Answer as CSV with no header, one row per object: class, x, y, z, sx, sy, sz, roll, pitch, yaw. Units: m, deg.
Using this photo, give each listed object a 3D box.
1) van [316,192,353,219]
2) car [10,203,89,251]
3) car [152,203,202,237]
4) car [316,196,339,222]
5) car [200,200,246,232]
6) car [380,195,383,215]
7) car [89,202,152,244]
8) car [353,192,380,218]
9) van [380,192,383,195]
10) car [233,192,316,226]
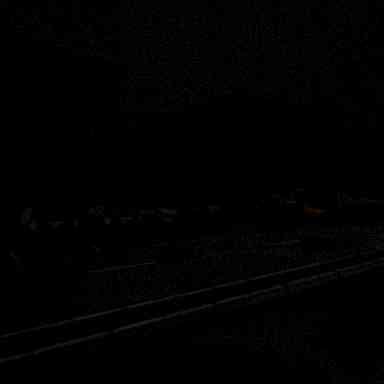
van,9.497,1.053,25.487,1.878,1.987,4.442,0,0,-36
car,-6.324,1.300,14.168,2.185,1.767,4.553,-1,0,-36
car,-1.833,1.418,17.447,2.002,1.452,4.674,-1,0,-36
car,7.285,1.294,23.805,1.946,1.575,5.366,0,0,-36
car,0.422,1.357,19.070,2.231,1.521,4.892,-1,0,-36
car,13.940,1.249,28.831,2.231,1.521,4.892,0,0,-36
car,-4.070,1.276,15.796,2.185,1.767,4.553,-1,0,-36
car,11.697,1.011,27.185,2.435,2.045,5.566,0,0,-36
van,20.626,0.983,33.811,1.878,1.987,4.442,0,0,-36
car,4.940,1.063,22.305,2.435,2.045,5.566,-1,0,-36
